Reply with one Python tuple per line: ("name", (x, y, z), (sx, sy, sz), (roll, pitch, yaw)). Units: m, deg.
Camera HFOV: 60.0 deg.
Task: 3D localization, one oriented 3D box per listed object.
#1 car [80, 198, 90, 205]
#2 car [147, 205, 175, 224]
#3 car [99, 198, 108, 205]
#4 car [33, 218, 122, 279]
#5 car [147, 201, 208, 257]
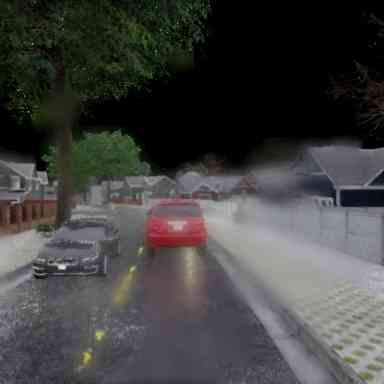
("car", (-27.881, 2.708, 86.298), (1.837, 1.490, 4.892), (0, -1, -29))
("car", (-2.875, 1.905, 29.421), (2.033, 1.411, 5.357), (0, -1, -10))
("car", (-22.306, 2.335, 81.943), (2.097, 1.767, 4.553), (0, -1, -29))
("car", (-3.379, 1.637, 10.620), (1.837, 1.490, 4.892), (0, -1, -4))
("car", (-0.668, 1.377, 13.785), (2.150, 2.045, 5.566), (0, -1, -5))
